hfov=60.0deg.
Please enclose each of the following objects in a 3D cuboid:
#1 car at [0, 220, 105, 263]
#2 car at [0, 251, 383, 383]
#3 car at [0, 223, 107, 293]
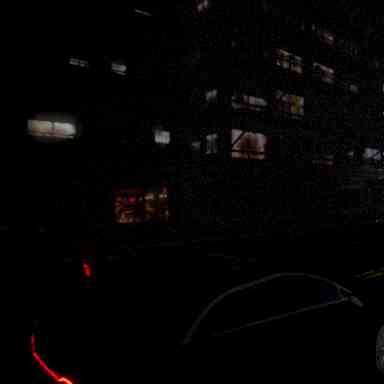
[{"bbox_3d":[-3.858,1.353,4.952,4.553,1.767,2.097,0,0,-36],"label":"car"},{"bbox_3d":[0.676,1.498,3.952,4.902,1.511,2.128,0,0,-36],"label":"car"},{"bbox_3d":[-4.736,1.606,8.311,4.718,1.301,1.895,0,0,-36],"label":"car"}]
